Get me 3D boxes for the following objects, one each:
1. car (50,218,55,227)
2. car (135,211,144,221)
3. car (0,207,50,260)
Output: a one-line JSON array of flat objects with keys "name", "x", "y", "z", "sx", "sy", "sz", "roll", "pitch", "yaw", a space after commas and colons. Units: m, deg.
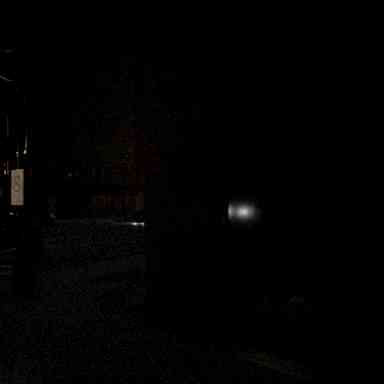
[{"name": "car", "x": -11.441, "y": 1.966, "z": 21.274, "sx": 1.895, "sy": 1.301, "sz": 4.718, "roll": -1, "pitch": -1, "yaw": 36}, {"name": "car", "x": -3.527, "y": 2.144, "z": 32.299, "sx": 1.994, "sy": 1.385, "sz": 4.181, "roll": -1, "pitch": -1, "yaw": 36}, {"name": "car", "x": -6.897, "y": 1.415, "z": 10.261, "sx": 2.150, "sy": 2.045, "sz": 5.566, "roll": -2, "pitch": -1, "yaw": 4}]
